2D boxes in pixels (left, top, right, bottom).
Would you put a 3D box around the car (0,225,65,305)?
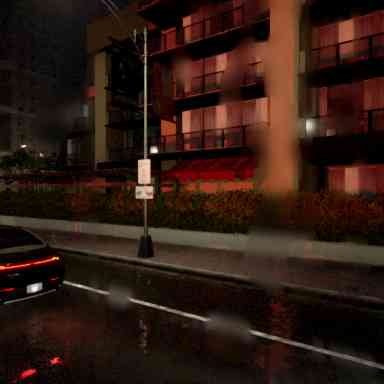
[{"bbox_3d":[-4.857,1.505,7.484,4.892,1.490,1.837,0,0,35],"label":"car"}]
